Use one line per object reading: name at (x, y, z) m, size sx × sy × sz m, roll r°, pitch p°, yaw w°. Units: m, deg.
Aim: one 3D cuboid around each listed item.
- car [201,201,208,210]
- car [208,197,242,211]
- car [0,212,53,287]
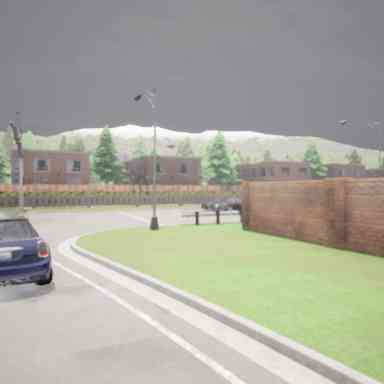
car at (3.085, 1.280, 36.404) m, size 4.181 × 1.385 × 1.994 m, roll 0°, pitch 1°, yaw -25°
car at (4.557, 1.232, 33.230) m, size 4.902 × 1.511 × 2.128 m, roll 0°, pitch 0°, yaw -25°
car at (-5.181, 1.289, 8.382) m, size 2.097 × 1.767 × 4.553 m, roll 0°, pitch 1°, yaw -40°
